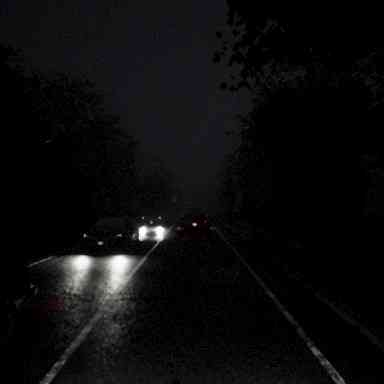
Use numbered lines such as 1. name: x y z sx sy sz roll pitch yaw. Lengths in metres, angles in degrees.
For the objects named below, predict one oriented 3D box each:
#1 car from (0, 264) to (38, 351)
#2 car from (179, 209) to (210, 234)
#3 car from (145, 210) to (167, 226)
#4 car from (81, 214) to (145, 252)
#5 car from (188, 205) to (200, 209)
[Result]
1. car: -3.589 1.554 3.423 2.033 1.411 5.357 0 0 0
2. car: 0.175 2.065 22.727 1.994 1.385 4.181 0 -2 0
3. car: -3.437 2.352 30.580 1.895 1.301 4.718 0 -2 1
4. car: -3.547 1.785 15.232 1.812 1.442 4.674 0 -2 0
5. car: 0.519 2.786 45.184 1.994 1.385 4.181 0 -2 0
